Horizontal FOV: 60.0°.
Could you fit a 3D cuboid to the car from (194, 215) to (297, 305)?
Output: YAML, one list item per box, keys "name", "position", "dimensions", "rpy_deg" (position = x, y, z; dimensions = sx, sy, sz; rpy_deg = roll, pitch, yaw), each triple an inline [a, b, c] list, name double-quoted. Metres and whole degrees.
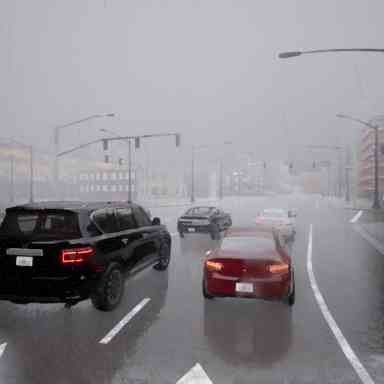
- name: "car"
  position: [1.452, 1.526, 8.124]
  dimensions: [1.812, 1.442, 4.674]
  rpy_deg: [0, 0, 13]

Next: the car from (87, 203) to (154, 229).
- name: "car"
  position: [-4.748, 1.547, 23.089]
  dimensions: [2.033, 1.411, 5.357]
  rpy_deg: [0, 0, 20]

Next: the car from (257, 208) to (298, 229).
- name: "car"
  position: [4.191, 1.526, 16.557]
  dimensions: [1.812, 1.442, 4.674]
  rpy_deg: [0, 0, 20]

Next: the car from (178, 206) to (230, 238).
- name: "car"
  position: [0.784, 1.491, 17.289]
  dimensions: [2.128, 1.511, 4.902]
  rpy_deg: [0, 0, 19]

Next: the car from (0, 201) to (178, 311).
- name: "car"
  position: [-2.161, 1.221, 8.039]
  dimensions: [2.150, 2.045, 5.566]
  rpy_deg: [0, 0, 12]
